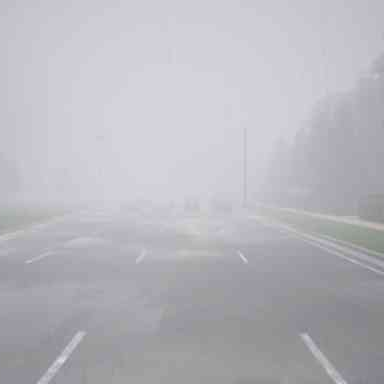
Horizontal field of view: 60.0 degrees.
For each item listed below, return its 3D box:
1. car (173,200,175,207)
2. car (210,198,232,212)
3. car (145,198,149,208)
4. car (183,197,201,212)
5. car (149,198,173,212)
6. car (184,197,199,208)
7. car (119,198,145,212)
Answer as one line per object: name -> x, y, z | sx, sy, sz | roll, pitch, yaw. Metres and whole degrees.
car -> -3.515, 1.569, 48.887 | 1.895, 1.301, 4.718 | 0, 0, 0
car -> 3.486, 1.539, 38.467 | 1.994, 1.385, 4.181 | 0, 0, 0
car -> -7.017, 1.516, 48.554 | 2.033, 1.411, 5.357 | 0, 0, 0
car -> -0.014, 1.467, 38.049 | 2.128, 1.511, 4.902 | 0, 0, 0
car -> -3.514, 1.501, 38.465 | 1.812, 1.442, 4.674 | 0, 0, 0
car -> -0.014, 1.461, 48.855 | 2.128, 1.511, 4.902 | 0, 0, 0
car -> -7.014, 1.576, 38.493 | 1.895, 1.301, 4.718 | 0, 0, 0
